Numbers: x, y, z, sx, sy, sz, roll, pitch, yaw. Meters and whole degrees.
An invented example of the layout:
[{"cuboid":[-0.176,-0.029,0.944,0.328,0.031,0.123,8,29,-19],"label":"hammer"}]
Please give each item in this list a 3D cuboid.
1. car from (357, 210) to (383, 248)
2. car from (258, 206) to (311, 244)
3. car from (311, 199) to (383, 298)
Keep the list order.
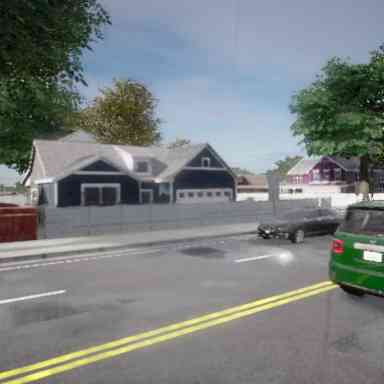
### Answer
[{"cuboid":[9.276,1.479,14.265,4.718,1.301,1.895,-1,0,-35],"label":"car"},{"cuboid":[5.127,1.414,15.308,4.892,1.490,1.837,0,0,-35],"label":"car"},{"cuboid":[5.290,1.169,7.258,5.566,2.045,2.150,-1,0,-35],"label":"car"}]
